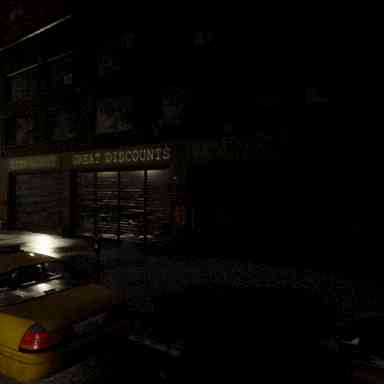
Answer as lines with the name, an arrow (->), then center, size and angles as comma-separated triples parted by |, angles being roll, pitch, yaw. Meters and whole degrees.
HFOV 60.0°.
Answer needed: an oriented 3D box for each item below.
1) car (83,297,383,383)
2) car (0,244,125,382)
car -> 1.609, 1.551, 1.937 | 4.403, 1.369, 2.008 | 0, 1, 36
car -> -3.073, 1.524, 5.285 | 4.829, 1.417, 1.752 | 0, 1, 36
